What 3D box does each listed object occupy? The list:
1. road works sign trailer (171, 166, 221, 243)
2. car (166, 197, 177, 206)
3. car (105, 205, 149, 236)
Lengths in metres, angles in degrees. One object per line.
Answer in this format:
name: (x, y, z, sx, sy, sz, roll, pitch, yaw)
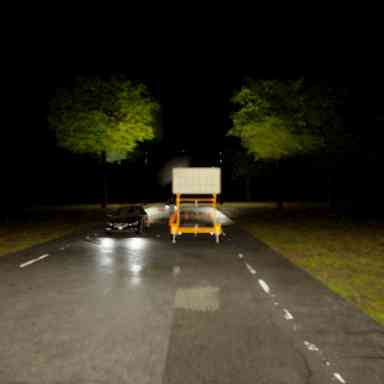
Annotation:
road works sign trailer: (0.226, 0.517, 16.551, 2.380, 3.560, 2.880, 0, 0, 2)
car: (-3.523, 1.748, 59.384, 1.837, 1.490, 4.892, 0, 0, 1)
car: (-3.592, 1.566, 19.130, 1.837, 1.490, 4.892, 0, 0, 0)
